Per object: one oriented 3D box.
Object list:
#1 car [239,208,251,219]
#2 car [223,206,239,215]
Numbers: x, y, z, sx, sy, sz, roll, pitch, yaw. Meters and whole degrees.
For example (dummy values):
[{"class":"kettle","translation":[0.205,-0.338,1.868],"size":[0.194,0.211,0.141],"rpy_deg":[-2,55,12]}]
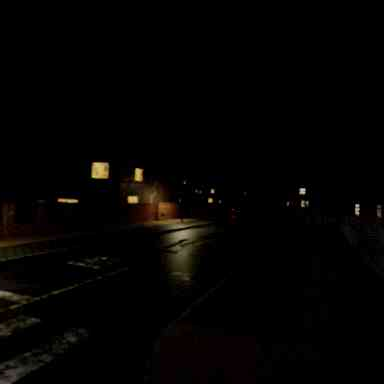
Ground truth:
[{"class":"car","translation":[8.110,2.905,44.947],"size":[1.994,1.385,4.181],"rpy_deg":[3,-1,-1]},{"class":"car","translation":[6.610,3.022,54.868],"size":[1.812,1.442,4.674],"rpy_deg":[3,-2,-14]}]
